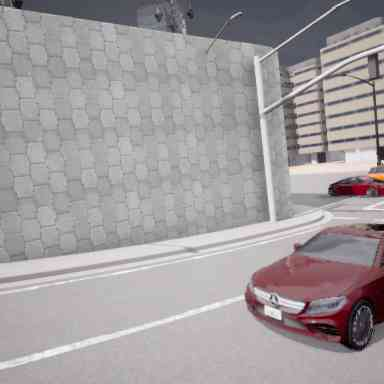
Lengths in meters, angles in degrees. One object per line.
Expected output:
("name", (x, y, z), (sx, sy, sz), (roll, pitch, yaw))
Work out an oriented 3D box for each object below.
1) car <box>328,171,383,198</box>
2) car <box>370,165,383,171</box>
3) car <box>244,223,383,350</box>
("car", (11.298, -0.410, 22.237), (1.994, 1.385, 4.181), (-10, 6, -35))
("car", (14.830, -1.191, 23.810), (2.097, 1.767, 4.553), (-11, 6, -41))
("car", (3.056, 1.367, 6.139), (4.674, 1.442, 1.812), (-4, 2, -35))
